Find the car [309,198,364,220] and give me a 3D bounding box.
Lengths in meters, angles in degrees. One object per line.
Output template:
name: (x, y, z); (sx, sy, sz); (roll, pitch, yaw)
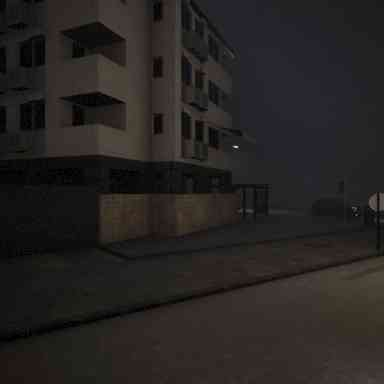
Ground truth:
car: (12.452, 1.352, 28.382); (2.097, 1.767, 4.553); (0, 0, -35)
